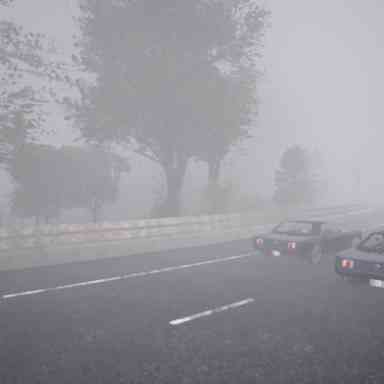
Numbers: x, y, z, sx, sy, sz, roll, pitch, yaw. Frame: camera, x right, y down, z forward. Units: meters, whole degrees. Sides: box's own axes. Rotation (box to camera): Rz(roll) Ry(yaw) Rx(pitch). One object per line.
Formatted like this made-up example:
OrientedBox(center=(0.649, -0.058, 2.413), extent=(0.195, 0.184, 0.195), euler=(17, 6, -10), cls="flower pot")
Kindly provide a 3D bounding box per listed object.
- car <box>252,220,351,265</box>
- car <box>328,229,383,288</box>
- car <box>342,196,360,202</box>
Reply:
OrientedBox(center=(4.339, 1.653, 11.973), extent=(4.718, 1.301, 1.895), euler=(0, 0, -41), cls="car")
OrientedBox(center=(5.575, 1.628, 8.429), extent=(4.718, 1.301, 1.895), euler=(0, 0, -41), cls="car")
OrientedBox(center=(40.502, 1.660, 85.917), extent=(2.128, 1.511, 4.902), euler=(0, 0, 1), cls="car")
